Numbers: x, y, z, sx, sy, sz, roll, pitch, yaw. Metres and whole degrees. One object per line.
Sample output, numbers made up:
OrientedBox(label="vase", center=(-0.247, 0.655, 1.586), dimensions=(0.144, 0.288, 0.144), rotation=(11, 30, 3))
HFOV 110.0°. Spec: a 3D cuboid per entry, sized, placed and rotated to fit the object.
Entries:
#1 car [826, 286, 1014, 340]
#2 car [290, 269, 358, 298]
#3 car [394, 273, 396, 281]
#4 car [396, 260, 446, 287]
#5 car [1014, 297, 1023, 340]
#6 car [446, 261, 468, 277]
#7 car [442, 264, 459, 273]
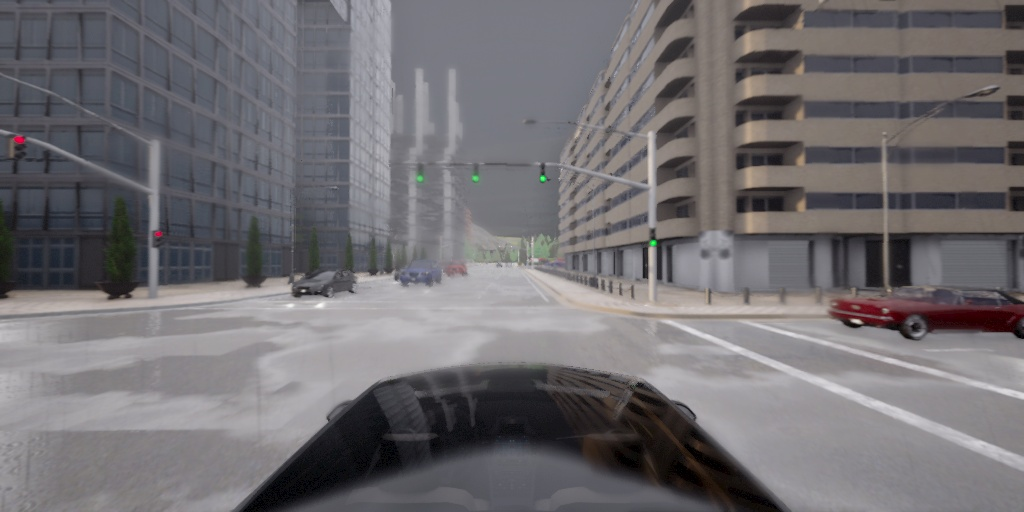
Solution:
OrientedBox(label="car", center=(11.650, 1.483, 9.874), dimensions=(4.718, 1.301, 1.895), rotation=(0, -1, 0))
OrientedBox(label="car", center=(-10.501, 1.516, 20.459), dimensions=(1.837, 1.490, 4.892), rotation=(0, 0, 0))
OrientedBox(label="car", center=(-10.585, 1.796, 36.669), dimensions=(1.812, 1.442, 4.674), rotation=(0, -1, 0))
OrientedBox(label="car", center=(-7.096, 1.363, 28.716), dimensions=(2.150, 2.045, 5.566), rotation=(0, -1, 1))
OrientedBox(label="car", center=(12.721, 1.178, 6.383), dimensions=(4.553, 1.767, 2.097), rotation=(0, -1, 0))
OrientedBox(label="car", center=(-7.076, 1.651, 46.840), dimensions=(2.150, 2.045, 5.566), rotation=(0, -1, 0))
OrientedBox(label="car", center=(-10.483, 2.156, 61.527), dimensions=(2.128, 1.511, 4.902), rotation=(0, -1, -1))
